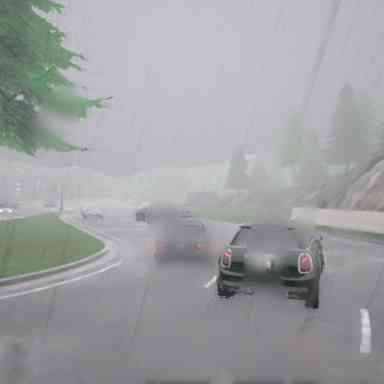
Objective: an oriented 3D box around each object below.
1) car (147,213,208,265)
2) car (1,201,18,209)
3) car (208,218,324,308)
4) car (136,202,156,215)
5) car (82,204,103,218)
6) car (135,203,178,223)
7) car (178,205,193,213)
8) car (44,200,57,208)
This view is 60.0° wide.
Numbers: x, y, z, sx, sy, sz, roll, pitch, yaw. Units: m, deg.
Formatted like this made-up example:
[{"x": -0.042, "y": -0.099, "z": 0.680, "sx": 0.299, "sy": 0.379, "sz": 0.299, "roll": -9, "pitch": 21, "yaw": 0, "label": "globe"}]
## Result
[{"x": -0.275, "y": 1.724, "z": 12.321, "sx": 2.033, "sy": 1.411, "sz": 5.357, "roll": 0, "pitch": -1, "yaw": 1, "label": "car"}, {"x": -34.062, "y": 2.400, "z": 62.242, "sx": 1.895, "sy": 1.301, "sz": 4.718, "roll": 0, "pitch": -1, "yaw": -15, "label": "car"}, {"x": 2.207, "y": 1.478, "z": 8.606, "sx": 2.097, "sy": 1.767, "sz": 4.553, "roll": -1, "pitch": -1, "yaw": 22, "label": "car"}, {"x": -6.170, "y": 2.149, "z": 44.269, "sx": 1.812, "sy": 1.442, "sz": 4.674, "roll": 0, "pitch": -1, "yaw": -17, "label": "car"}, {"x": -10.900, "y": 2.034, "z": 36.268, "sx": 1.812, "sy": 1.442, "sz": 4.674, "roll": 0, "pitch": -1, "yaw": -21, "label": "car"}, {"x": -3.377, "y": 1.888, "z": 28.058, "sx": 2.128, "sy": 1.511, "sz": 4.902, "roll": 0, "pitch": -1, "yaw": -28, "label": "car"}, {"x": -1.685, "y": 2.008, "z": 32.489, "sx": 2.033, "sy": 1.411, "sz": 5.357, "roll": 0, "pitch": -1, "yaw": -26, "label": "car"}, {"x": -27.523, "y": 2.341, "z": 64.886, "sx": 2.033, "sy": 1.411, "sz": 5.357, "roll": 0, "pitch": -1, "yaw": -15, "label": "car"}]
